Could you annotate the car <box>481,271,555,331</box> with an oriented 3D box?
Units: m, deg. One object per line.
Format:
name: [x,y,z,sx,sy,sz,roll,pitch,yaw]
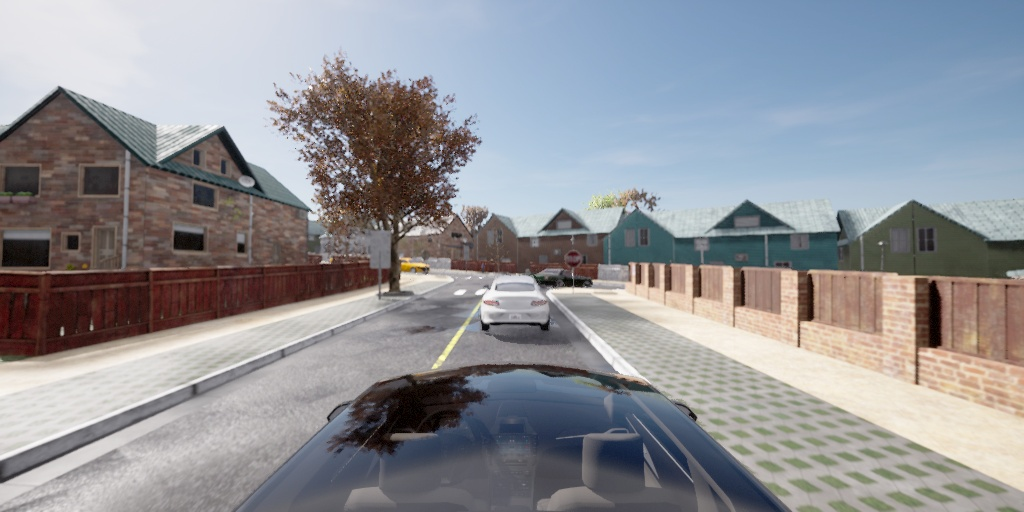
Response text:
car: [0.087,1.312,10.964,1.812,1.442,4.674,0,0,0]

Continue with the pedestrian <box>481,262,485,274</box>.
pedestrian: [-3.124,1.248,38.930,0.375,1.300,0.375,-1,-5,32]

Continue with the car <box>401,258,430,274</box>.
car: [-10.545,0.983,36.670,5.008,1.535,1.882,2,0,32]

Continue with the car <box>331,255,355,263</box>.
car: [-19.134,0.672,42.064,5.008,1.535,1.882,2,-1,32]

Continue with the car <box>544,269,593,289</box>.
car: [3.285,1.529,23.374,4.718,1.301,1.895,6,-4,-44]
